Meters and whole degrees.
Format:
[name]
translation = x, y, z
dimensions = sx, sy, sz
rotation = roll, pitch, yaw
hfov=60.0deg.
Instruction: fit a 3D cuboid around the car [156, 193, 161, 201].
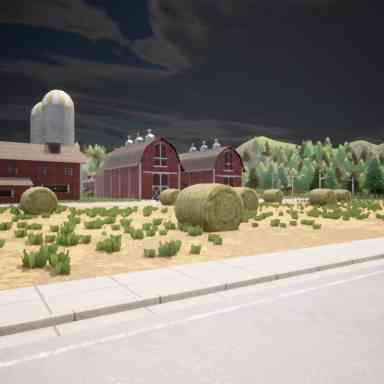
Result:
[car]
translation = -6.601, 1.152, 74.238
dimensions = 1.905, 1.878, 3.866
rotation = 6, 3, 11
